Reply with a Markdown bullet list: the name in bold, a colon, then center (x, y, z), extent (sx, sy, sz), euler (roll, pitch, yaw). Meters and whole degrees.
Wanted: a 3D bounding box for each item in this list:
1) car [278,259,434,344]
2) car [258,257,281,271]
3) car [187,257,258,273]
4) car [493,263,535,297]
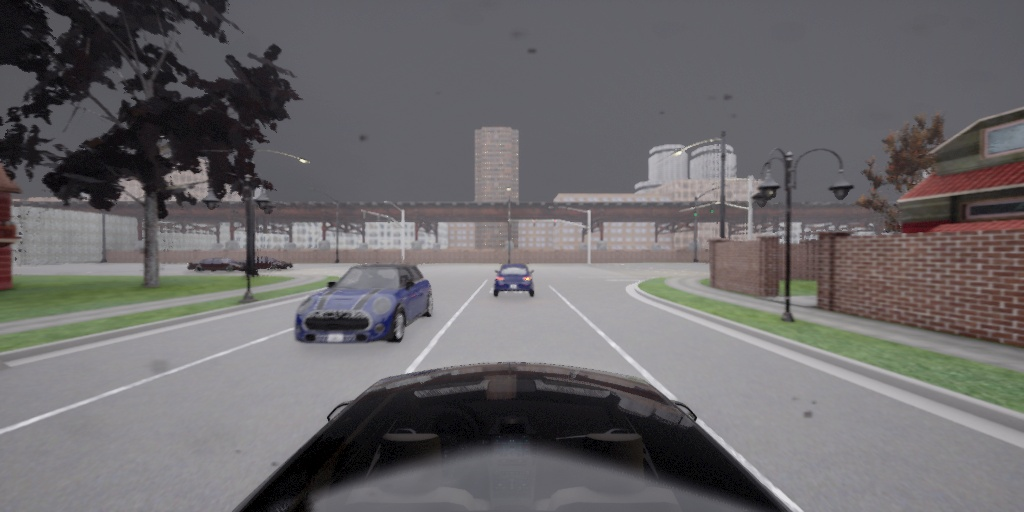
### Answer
- **car**: center (-3.500, 0.998, 9.345), extent (2.097, 1.767, 4.553), euler (0, 1, 0)
- **car**: center (-26.159, 0.811, 37.823), extent (5.357, 1.411, 2.033), euler (0, 1, 2)
- **car**: center (-27.931, 0.855, 34.377), extent (5.357, 1.411, 2.033), euler (0, 1, 2)
- **car**: center (0.107, 1.072, 17.258), extent (1.812, 1.442, 4.674), euler (0, 1, 1)
